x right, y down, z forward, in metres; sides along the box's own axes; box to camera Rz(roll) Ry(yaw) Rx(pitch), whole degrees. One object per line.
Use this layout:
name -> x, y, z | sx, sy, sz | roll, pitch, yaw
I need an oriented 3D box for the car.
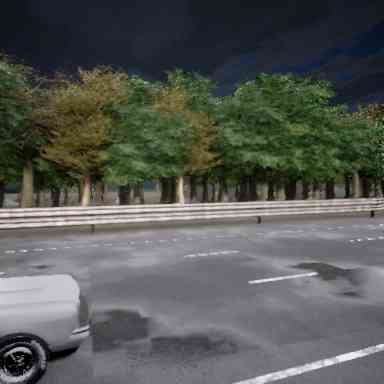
car -> -3.695, 1.598, 3.943 | 4.718, 1.301, 1.895 | -1, 1, -22
